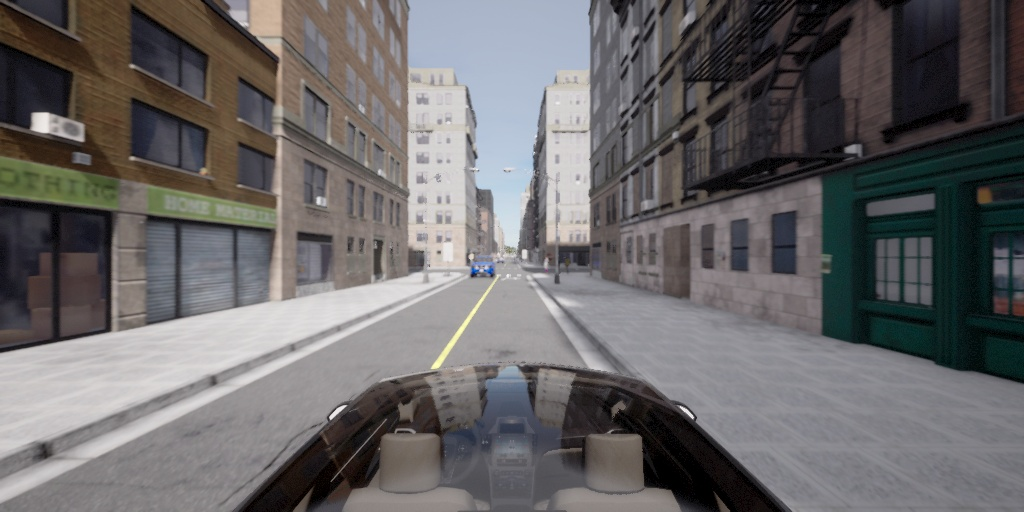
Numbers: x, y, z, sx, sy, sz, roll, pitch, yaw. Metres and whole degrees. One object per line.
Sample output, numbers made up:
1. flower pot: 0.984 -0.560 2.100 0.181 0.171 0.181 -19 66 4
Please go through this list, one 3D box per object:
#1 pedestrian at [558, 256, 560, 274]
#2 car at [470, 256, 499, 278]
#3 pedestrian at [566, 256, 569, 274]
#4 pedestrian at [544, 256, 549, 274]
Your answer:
1. pedestrian: 4.517 0.895 35.312 0.375 1.860 0.375 0 0 0
2. car: -2.746 0.974 35.031 2.150 2.045 5.566 0 0 0
3. pedestrian: 5.517 0.895 35.912 0.375 1.860 0.375 0 0 0
4. pedestrian: 3.517 0.895 36.512 0.375 1.860 0.375 0 0 0
